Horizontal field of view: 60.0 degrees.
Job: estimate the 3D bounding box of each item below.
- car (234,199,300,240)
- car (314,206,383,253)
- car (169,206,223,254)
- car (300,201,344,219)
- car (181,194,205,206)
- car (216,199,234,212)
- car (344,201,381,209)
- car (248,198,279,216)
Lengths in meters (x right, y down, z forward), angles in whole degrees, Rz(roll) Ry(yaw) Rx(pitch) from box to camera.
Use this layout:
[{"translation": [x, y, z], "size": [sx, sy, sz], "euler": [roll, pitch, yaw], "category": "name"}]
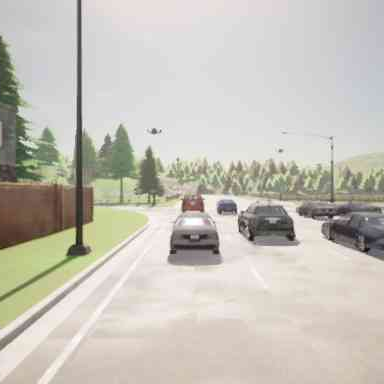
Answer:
[{"translation": [3.588, 1.330, 16.858], "size": [2.097, 1.767, 4.553], "euler": [0, 0, 0], "category": "car"}, {"translation": [7.090, 1.530, 13.550], "size": [2.033, 1.411, 5.357], "euler": [0, 0, 0], "category": "car"}, {"translation": [0.090, 1.530, 13.450], "size": [2.033, 1.411, 5.357], "euler": [0, 0, 0], "category": "car"}, {"translation": [10.584, 1.510, 28.546], "size": [2.033, 1.411, 5.357], "euler": [0, 0, 0], "category": "car"}, {"translation": [0.085, 1.179, 32.508], "size": [2.150, 2.045, 5.566], "euler": [0, 0, 0], "category": "car"}, {"translation": [3.585, 1.432, 34.986], "size": [1.882, 1.535, 5.008], "euler": [0, 0, 0], "category": "car"}, {"translation": [14.084, 1.510, 28.526], "size": [2.033, 1.411, 5.357], "euler": [0, 0, 0], "category": "car"}, {"translation": [7.084, 1.448, 33.443], "size": [2.128, 1.511, 4.902], "euler": [0, 0, 0], "category": "car"}]
